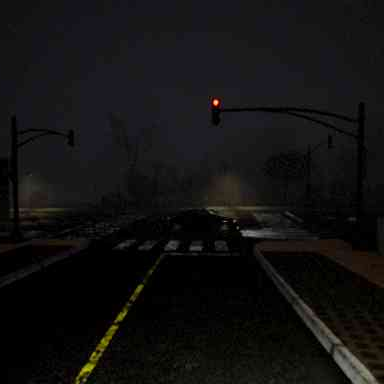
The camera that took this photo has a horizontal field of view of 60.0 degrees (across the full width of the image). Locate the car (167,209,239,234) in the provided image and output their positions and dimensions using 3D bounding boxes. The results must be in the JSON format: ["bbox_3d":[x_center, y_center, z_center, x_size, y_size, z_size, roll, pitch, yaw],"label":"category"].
[{"bbox_3d":[0.626,1.665,19.317,4.181,1.385,1.994,0,-1,6],"label":"car"}]
